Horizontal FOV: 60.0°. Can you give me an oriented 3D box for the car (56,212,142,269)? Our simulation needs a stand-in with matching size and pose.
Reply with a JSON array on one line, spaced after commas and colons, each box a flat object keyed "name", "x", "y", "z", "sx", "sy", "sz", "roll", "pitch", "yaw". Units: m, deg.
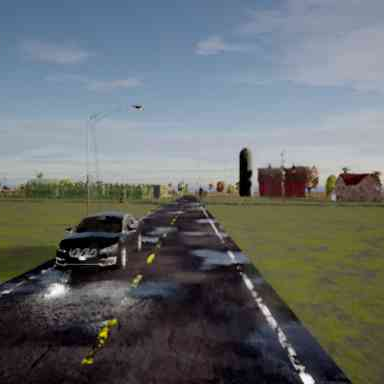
[{"name": "car", "x": -2.850, "y": 1.470, "z": 11.074, "sx": 1.837, "sy": 1.490, "sz": 4.892, "roll": 0, "pitch": 0, "yaw": 0}]
